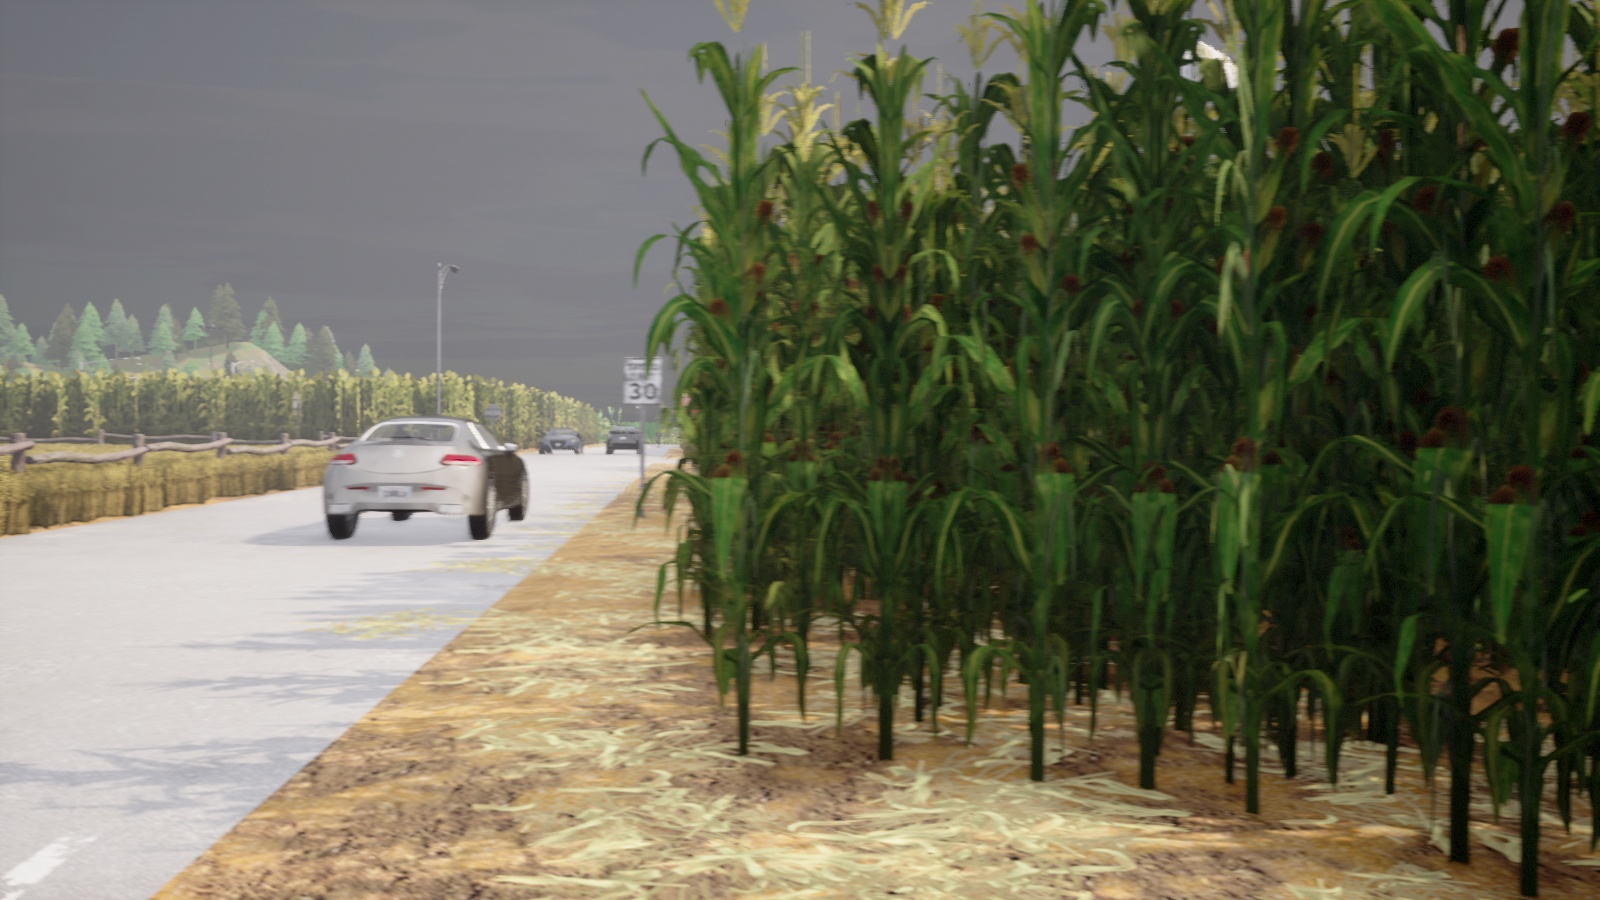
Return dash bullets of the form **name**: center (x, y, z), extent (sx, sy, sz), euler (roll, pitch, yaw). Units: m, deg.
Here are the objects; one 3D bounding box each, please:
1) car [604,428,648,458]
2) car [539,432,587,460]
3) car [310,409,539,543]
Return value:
- **car**: center (-9.118, -0.397, 66.131), extent (2.007, 1.525, 4.514), euler (-1, 1, -5)
- **car**: center (-12.095, -0.230, 64.284), extent (1.994, 1.385, 4.181), euler (-1, 1, -5)
- **car**: center (-5.223, 0.279, 18.263), extent (2.152, 1.651, 5.027), euler (-1, 1, -4)
